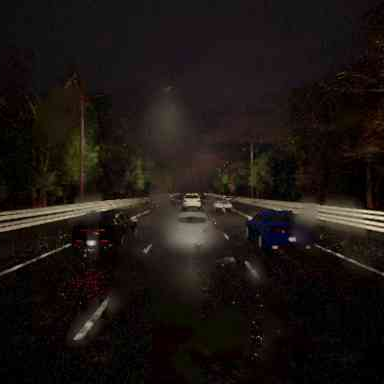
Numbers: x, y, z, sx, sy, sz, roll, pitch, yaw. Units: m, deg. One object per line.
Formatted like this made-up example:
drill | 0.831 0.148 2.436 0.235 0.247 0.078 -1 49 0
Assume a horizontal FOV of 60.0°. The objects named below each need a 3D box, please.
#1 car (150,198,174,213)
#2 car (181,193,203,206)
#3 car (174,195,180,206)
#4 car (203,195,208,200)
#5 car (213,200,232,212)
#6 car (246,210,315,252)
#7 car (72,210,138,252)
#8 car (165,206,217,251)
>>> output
car | -3.500 1.575 37.063 2.033 1.411 5.357 0 0 0
car | -0.001 1.252 43.118 2.150 2.045 5.566 0 0 0
car | -3.501 1.580 53.061 2.033 1.411 5.357 0 0 0
car | 3.494 1.501 93.614 1.882 1.535 5.008 0 0 0
car | 3.498 1.630 39.064 1.895 1.301 4.718 0 0 0
car | 3.500 1.492 14.020 1.882 1.535 5.008 0 0 0
car | -3.499 1.521 13.999 1.837 1.490 4.892 0 0 0
car | -0.001 1.540 13.998 1.812 1.442 4.674 0 0 0
